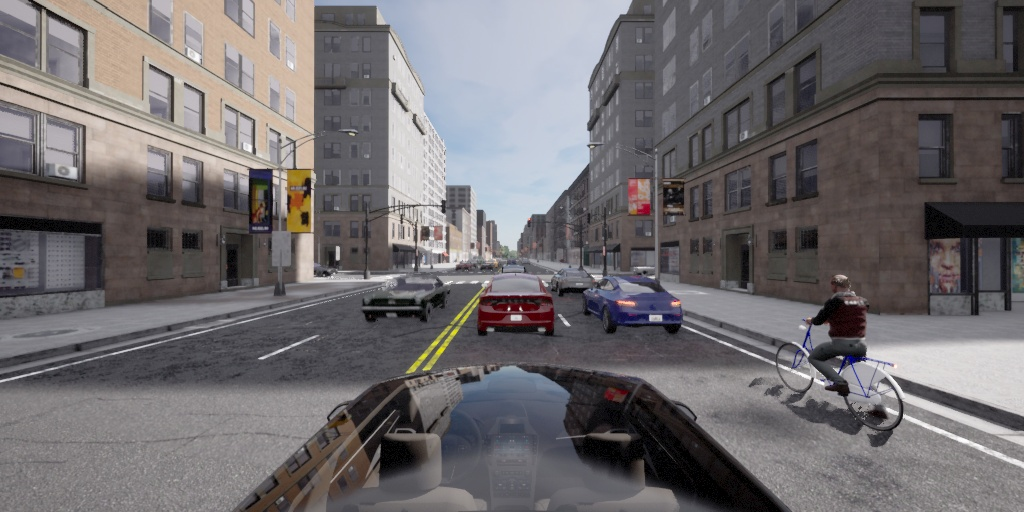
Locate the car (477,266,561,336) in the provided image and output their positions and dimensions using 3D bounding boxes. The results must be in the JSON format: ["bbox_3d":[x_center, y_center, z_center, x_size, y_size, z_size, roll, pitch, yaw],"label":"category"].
[{"bbox_3d":[0.093,1.229,10.475,1.882,1.535,5.008,0,0,0],"label":"car"}]

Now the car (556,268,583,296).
[{"bbox_3d":[3.233,1.318,19.214,1.994,1.385,4.181,0,0,0],"label":"car"}]

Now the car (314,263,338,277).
[{"bbox_3d":[-19.673,1.282,34.344,5.357,1.411,2.033,0,0,0],"label":"car"}]

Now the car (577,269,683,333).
[{"bbox_3d":[3.338,1.277,10.615,1.812,1.442,4.674,0,0,0],"label":"car"}]

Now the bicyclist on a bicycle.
[{"bbox_3d":[4.143,1.121,4.722,0.659,1.776,1.843,0,0,0],"label":"bicyclist on a bicycle"}]

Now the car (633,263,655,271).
[{"bbox_3d":[15.016,1.410,37.197,4.718,1.301,1.895,0,0,1],"label":"car"}]

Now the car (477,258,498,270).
[{"bbox_3d":[-3.392,1.368,50.439,1.895,1.301,4.718,0,0,0],"label":"car"}]

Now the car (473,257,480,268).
[{"bbox_3d":[-6.643,1.274,59.490,1.837,1.490,4.892,0,0,0],"label":"car"}]

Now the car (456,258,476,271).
[{"bbox_3d":[-6.652,1.368,50.388,1.895,1.301,4.718,0,0,0],"label":"car"}]

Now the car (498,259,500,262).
[{"bbox_3d":[-3.390,1.247,59.831,1.882,1.535,5.008,0,0,0],"label":"car"}]

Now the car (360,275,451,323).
[{"bbox_3d":[-3.377,1.352,12.245,1.895,1.301,4.718,0,0,0],"label":"car"}]

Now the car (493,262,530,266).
[{"bbox_3d":[0.083,1.259,19.958,1.837,1.490,4.892,0,0,0],"label":"car"}]
